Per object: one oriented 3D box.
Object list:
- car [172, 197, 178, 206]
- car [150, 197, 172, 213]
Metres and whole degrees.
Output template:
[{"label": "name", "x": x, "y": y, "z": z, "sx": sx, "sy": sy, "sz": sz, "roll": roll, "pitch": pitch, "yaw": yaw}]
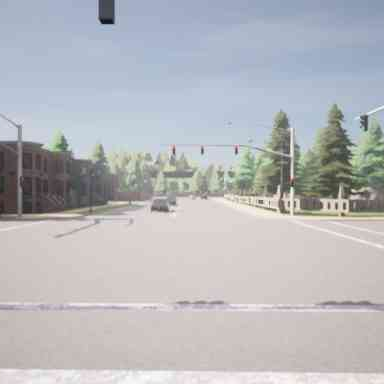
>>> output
[{"label": "car", "x": -3.501, "y": 1.539, "z": 55.728, "sx": 1.837, "sy": 1.490, "sz": 4.892, "roll": 0, "pitch": 0, "yaw": 0}, {"label": "car", "x": -3.596, "y": 1.506, "z": 37.937, "sx": 1.837, "sy": 1.490, "sz": 4.892, "roll": 0, "pitch": 1, "yaw": 0}]
